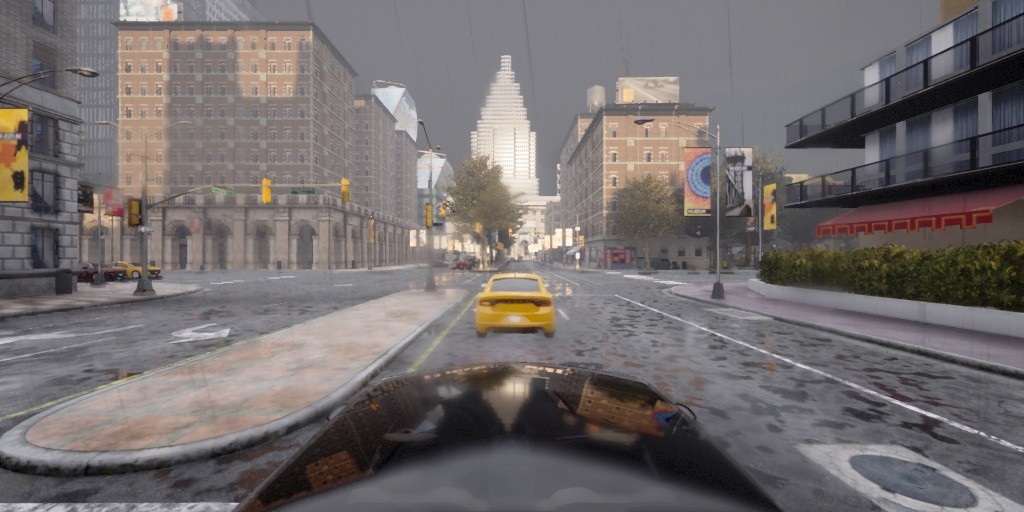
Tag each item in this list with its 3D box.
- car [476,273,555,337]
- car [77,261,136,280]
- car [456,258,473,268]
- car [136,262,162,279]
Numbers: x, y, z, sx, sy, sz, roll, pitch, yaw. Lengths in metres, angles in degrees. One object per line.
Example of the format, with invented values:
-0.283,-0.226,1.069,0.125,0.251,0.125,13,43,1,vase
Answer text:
0.094,1.228,10.310,1.882,1.535,5.008,0,0,0,car
-33.939,1.228,28.817,5.008,1.535,1.882,0,0,0,car
-7.987,1.351,59.051,1.895,1.301,4.718,0,0,0,car
-34.574,1.228,32.315,5.008,1.535,1.882,0,0,0,car
